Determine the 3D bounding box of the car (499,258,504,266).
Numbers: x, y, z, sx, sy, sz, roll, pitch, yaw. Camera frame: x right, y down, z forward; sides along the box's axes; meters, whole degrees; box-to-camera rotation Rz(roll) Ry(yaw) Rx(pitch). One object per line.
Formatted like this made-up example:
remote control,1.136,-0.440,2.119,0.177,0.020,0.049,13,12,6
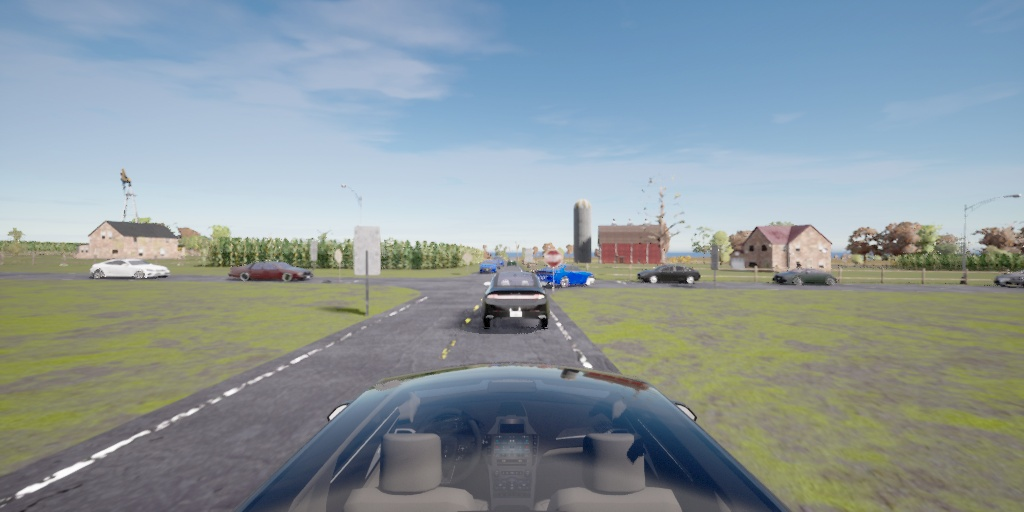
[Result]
car,-2.820,1.384,55.918,2.033,1.411,5.357,0,0,0

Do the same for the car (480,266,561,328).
car,0.101,1.250,11.422,2.128,1.511,4.902,0,0,0

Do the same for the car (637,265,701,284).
car,12.735,1.470,29.262,4.892,1.490,1.837,1,1,1

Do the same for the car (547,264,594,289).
car,3.666,1.305,24.293,1.882,1.535,5.008,0,-1,44

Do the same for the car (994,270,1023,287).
car,42.571,1.861,29.278,4.902,1.511,2.128,1,1,0

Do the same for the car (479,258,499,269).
car,-2.819,1.286,42.865,1.882,1.535,5.008,0,0,-1

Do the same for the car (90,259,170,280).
car,-27.788,0.932,26.122,4.674,1.442,1.812,1,1,0

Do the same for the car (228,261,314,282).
car,-17.512,1.106,26.158,5.357,1.411,2.033,1,1,0

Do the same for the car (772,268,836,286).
car,23.749,1.681,29.254,4.181,1.385,1.994,1,1,0
